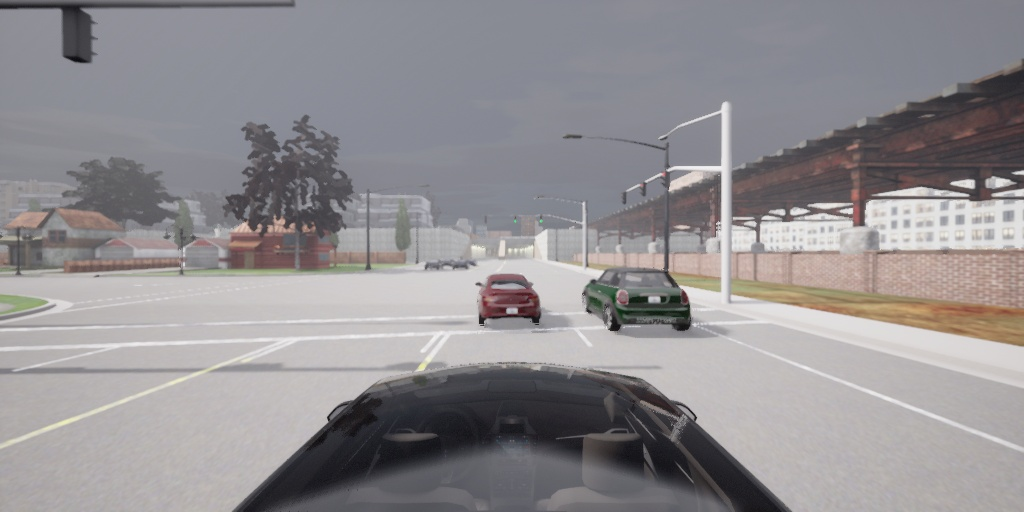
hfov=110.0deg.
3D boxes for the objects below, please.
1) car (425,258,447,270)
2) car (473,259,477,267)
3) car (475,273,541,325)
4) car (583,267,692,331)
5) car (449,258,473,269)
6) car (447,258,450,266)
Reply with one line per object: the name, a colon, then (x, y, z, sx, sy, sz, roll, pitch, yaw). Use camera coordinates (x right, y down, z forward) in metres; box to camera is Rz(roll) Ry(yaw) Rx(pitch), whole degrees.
car: (-10.534, 1.112, 48.789, 1.812, 1.442, 4.674, 0, 0, 0)
car: (-7.029, 1.106, 60.472, 1.895, 1.301, 4.718, 0, 0, 1)
car: (-0.219, 1.292, 11.859, 1.812, 1.442, 4.674, 0, 0, -6)
car: (3.596, 1.117, 11.173, 2.097, 1.767, 4.553, 0, 0, 0)
car: (-7.032, 1.139, 49.869, 1.994, 1.385, 4.181, 0, 0, 1)
car: (-10.524, 1.067, 58.917, 2.033, 1.411, 5.357, 0, 0, 1)
